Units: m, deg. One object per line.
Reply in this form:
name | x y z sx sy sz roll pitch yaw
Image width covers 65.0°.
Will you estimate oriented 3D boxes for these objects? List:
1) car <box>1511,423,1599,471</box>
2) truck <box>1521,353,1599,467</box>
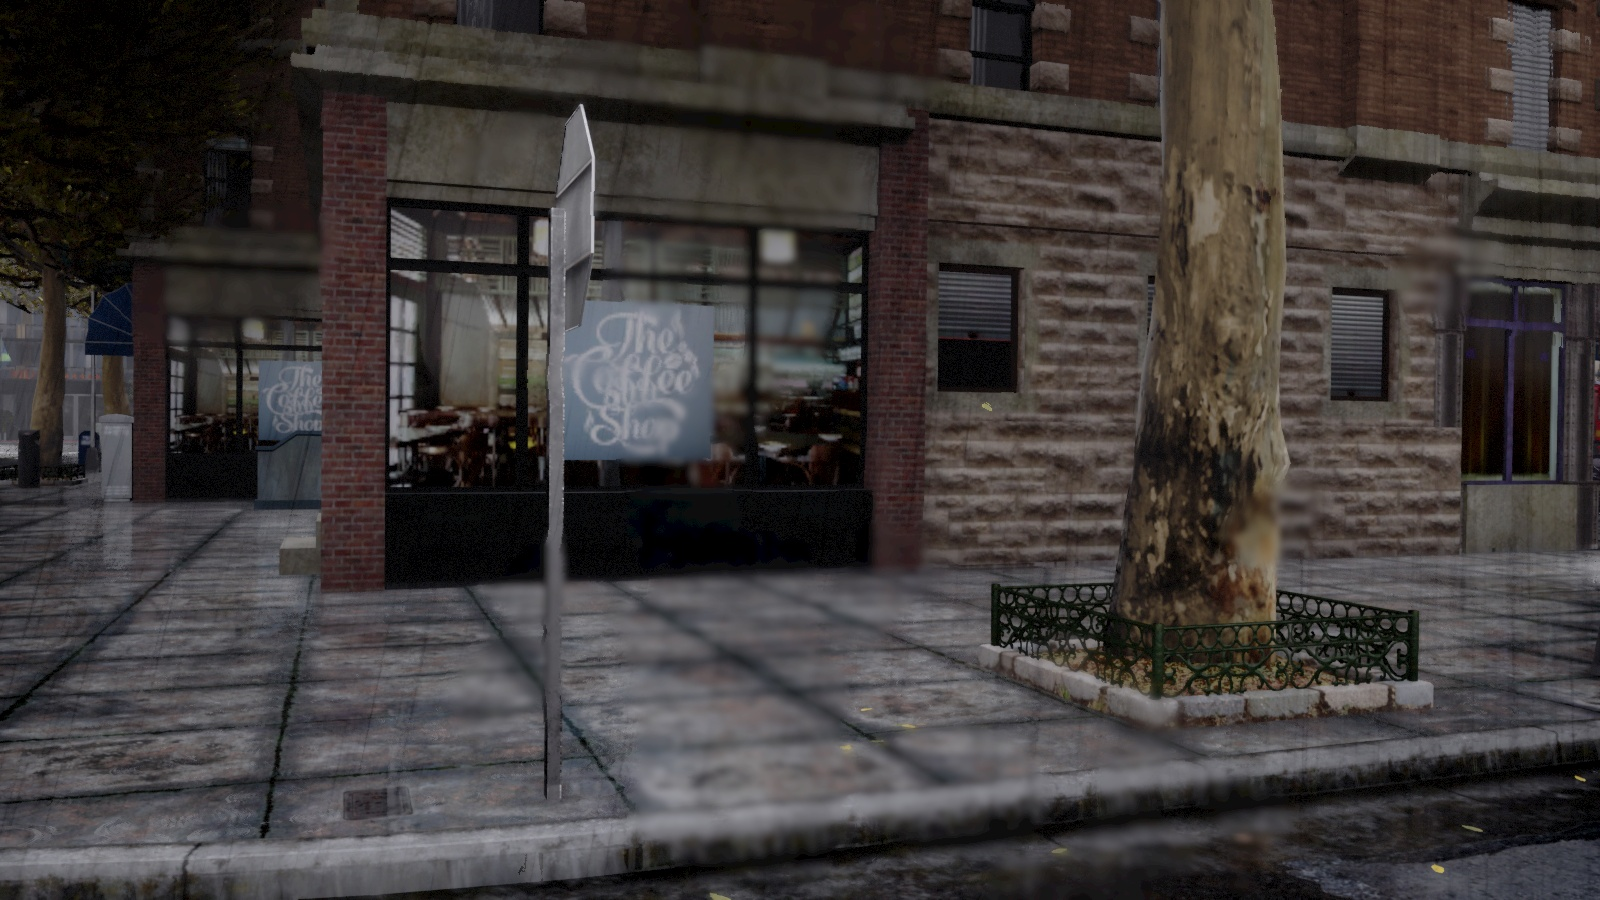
car | 25.353 -0.119 40.360 1.816 1.474 4.193 -1 1 -20
truck | 28.632 -1.352 41.528 2.891 3.827 8.468 -1 1 -20
